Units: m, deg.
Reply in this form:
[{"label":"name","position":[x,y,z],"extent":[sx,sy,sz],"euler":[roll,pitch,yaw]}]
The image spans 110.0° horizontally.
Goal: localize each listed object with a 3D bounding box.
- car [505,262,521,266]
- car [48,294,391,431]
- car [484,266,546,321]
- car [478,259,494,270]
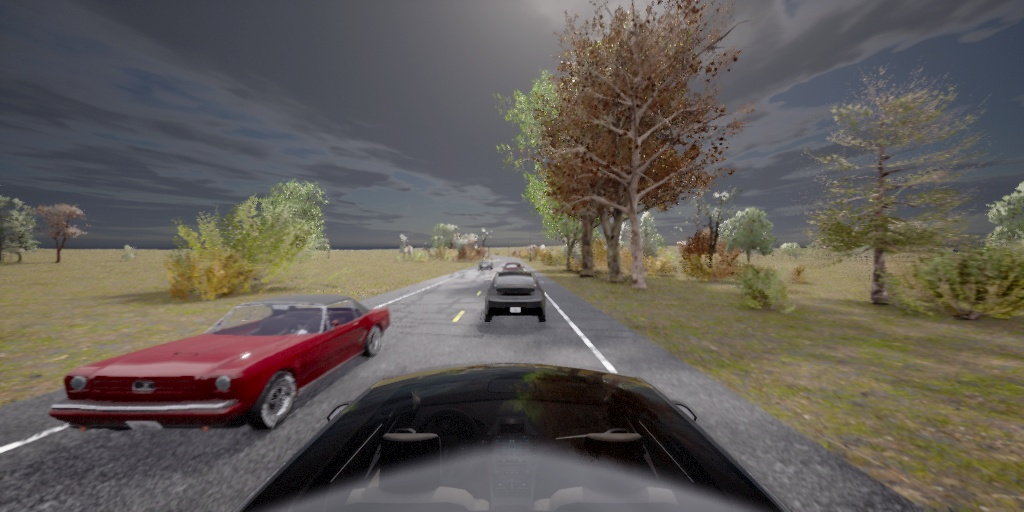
[{"label":"car","position":[0.092,1.255,29.803],"extent":[1.812,1.442,4.674],"euler":[0,0,0]},{"label":"car","position":[-3.601,1.349,5.713],"extent":[1.895,1.301,4.718],"euler":[0,0,0]},{"label":"car","position":[0.097,1.248,12.366],"extent":[1.837,1.490,4.892],"euler":[0,0,0]},{"label":"car","position":[-3.584,1.180,49.634],"extent":[2.128,1.511,4.902],"euler":[0,0,0]}]
